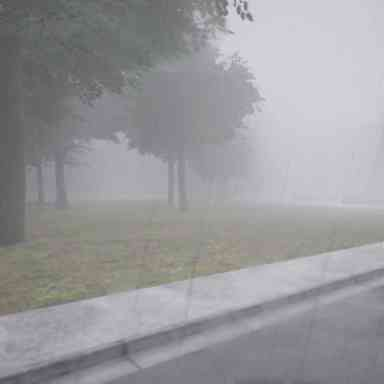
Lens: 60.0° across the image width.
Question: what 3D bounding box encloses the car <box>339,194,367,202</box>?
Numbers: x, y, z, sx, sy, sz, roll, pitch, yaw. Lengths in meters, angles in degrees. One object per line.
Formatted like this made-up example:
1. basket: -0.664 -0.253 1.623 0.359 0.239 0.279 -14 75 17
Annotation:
1. car: 31.525 1.192 65.206 2.033 1.411 5.357 0 0 -12

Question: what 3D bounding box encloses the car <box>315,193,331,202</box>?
1. car: 24.649 1.185 66.253 2.128 1.511 4.902 0 0 -12

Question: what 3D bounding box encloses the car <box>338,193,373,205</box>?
1. car: 24.671 1.272 50.402 1.994 1.385 4.181 0 0 -12

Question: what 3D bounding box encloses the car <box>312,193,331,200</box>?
1. car: 29.333 1.018 75.361 1.994 1.385 4.181 0 0 -12

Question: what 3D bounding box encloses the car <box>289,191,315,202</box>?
1. car: 21.395 0.890 65.924 2.150 2.045 5.566 0 0 -12

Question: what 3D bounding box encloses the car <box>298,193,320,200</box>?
1. car: 26.156 1.012 74.675 2.033 1.411 5.357 0 0 -12

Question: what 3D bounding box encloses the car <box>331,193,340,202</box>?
1. car: 28.260 1.016 64.927 2.097 1.767 4.553 0 0 -12

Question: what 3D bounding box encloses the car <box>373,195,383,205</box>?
1. car: 27.875 1.227 51.010 1.812 1.442 4.674 0 0 -12
